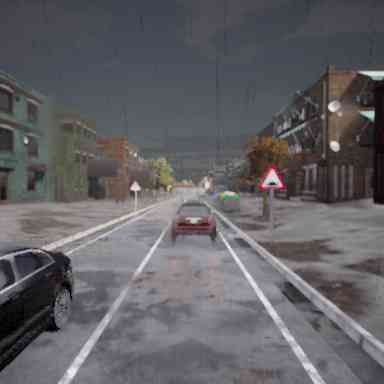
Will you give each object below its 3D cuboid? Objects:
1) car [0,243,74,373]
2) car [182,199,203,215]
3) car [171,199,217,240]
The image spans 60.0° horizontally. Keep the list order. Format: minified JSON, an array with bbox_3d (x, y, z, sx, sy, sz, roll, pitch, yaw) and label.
[{"bbox_3d":[-3.002,1.488,4.028,2.128,1.511,4.902,0,0,0],"label":"car"},{"bbox_3d":[0.063,1.444,33.933,2.033,1.411,5.357,0,0,0],"label":"car"},{"bbox_3d":[0.081,1.318,16.842,2.097,1.767,4.553,0,0,0],"label":"car"}]
